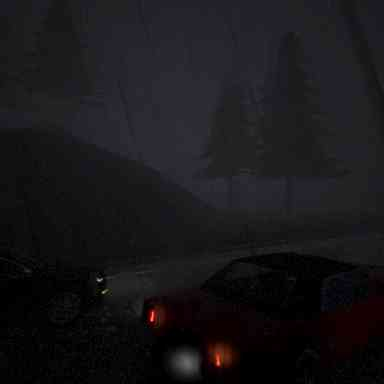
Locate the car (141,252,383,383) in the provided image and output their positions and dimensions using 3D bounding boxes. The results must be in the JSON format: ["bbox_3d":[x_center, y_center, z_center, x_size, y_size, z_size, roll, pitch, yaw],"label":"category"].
[{"bbox_3d":[1.761,1.599,4.982,4.718,1.301,1.895,0,0,-35],"label":"car"}]

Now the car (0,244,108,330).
[{"bbox_3d":[-3.820,1.511,5.334,4.892,1.490,1.837,0,0,-35],"label":"car"}]
